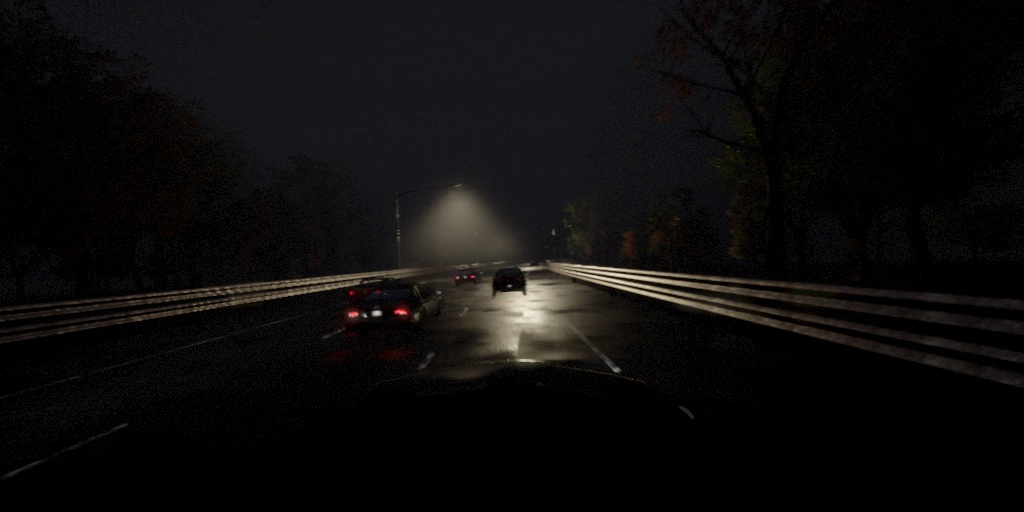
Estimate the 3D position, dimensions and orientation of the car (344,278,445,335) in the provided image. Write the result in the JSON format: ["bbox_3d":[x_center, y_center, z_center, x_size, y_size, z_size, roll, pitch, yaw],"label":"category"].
[{"bbox_3d":[-3.495,1.543,11.649,2.033,1.411,5.357,-2,-1,-1],"label":"car"}]

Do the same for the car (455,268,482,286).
[{"bbox_3d":[-3.662,1.742,30.716,2.033,1.411,5.357,-2,-1,0],"label":"car"}]

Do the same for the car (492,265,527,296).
[{"bbox_3d":[-0.147,1.424,21.221,1.882,1.535,5.008,-2,0,0],"label":"car"}]

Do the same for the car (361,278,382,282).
[{"bbox_3d":[-7.112,1.830,19.584,1.895,1.301,4.718,-2,-1,-1],"label":"car"}]
